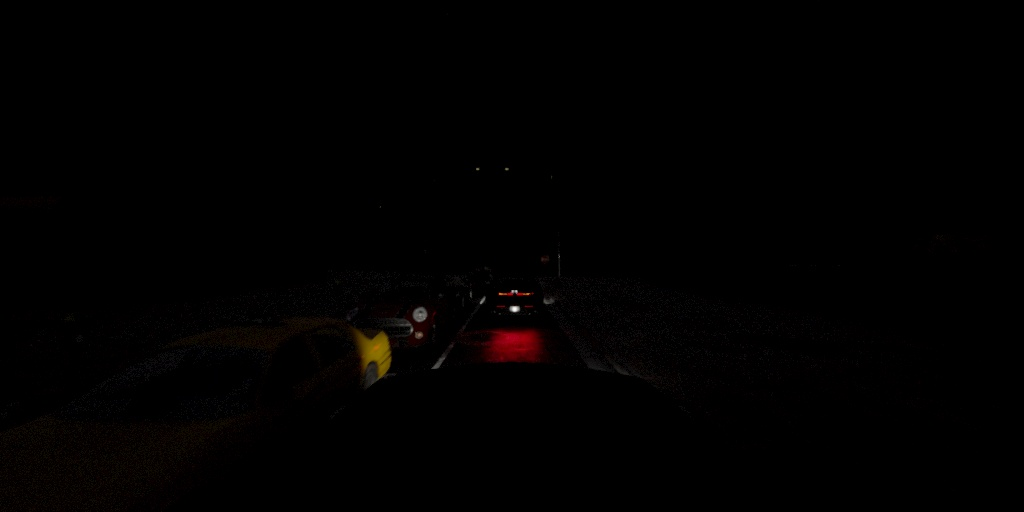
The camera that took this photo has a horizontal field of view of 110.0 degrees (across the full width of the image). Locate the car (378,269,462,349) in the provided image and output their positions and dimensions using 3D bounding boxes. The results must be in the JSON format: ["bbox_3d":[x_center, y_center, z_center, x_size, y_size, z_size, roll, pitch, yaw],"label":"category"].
[{"bbox_3d":[-2.640,1.229,9.156,1.967,1.591,4.097,0,0,0],"label":"car"}]

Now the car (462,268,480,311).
[{"bbox_3d":[-2.641,1.376,14.695,2.007,1.370,4.403,0,0,0],"label":"car"}]

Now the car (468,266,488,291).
[{"bbox_3d":[-2.643,1.431,20.235,1.948,1.339,4.313,0,0,0],"label":"car"}]

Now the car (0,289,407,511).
[{"bbox_3d":[-2.638,1.285,3.447,1.751,1.417,4.829,0,0,0],"label":"car"}]

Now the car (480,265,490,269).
[{"bbox_3d":[-2.645,1.450,25.775,1.888,1.381,4.507,0,0,0],"label":"car"}]

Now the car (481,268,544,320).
[{"bbox_3d":[0.086,1.318,12.928,1.837,1.490,4.892,0,0,0],"label":"car"}]
